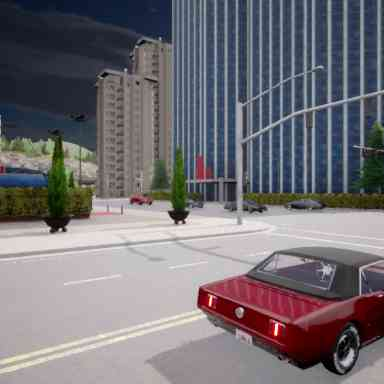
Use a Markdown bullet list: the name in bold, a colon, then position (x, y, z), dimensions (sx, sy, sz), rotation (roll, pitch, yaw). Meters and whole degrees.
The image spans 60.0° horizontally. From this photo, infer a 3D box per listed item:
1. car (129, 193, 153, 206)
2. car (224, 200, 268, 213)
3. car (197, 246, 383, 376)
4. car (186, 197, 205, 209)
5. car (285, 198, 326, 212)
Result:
- **car**: position (-8.729, 1.212, 56.777), dimensions (2.150, 2.045, 5.566), rotation (0, 1, -36)
- **car**: position (5.809, 1.547, 36.699), dimensions (2.033, 1.411, 5.357), rotation (0, 0, -36)
- **car**: position (2.493, 1.601, 5.586), dimensions (4.718, 1.301, 1.895), rotation (0, 0, -35)
- **car**: position (-0.294, 1.504, 45.105), dimensions (1.837, 1.490, 4.892), rotation (0, 0, -36)
- **car**: position (13.107, 1.491, 38.793), dimensions (2.128, 1.511, 4.902), rotation (0, 0, -35)
